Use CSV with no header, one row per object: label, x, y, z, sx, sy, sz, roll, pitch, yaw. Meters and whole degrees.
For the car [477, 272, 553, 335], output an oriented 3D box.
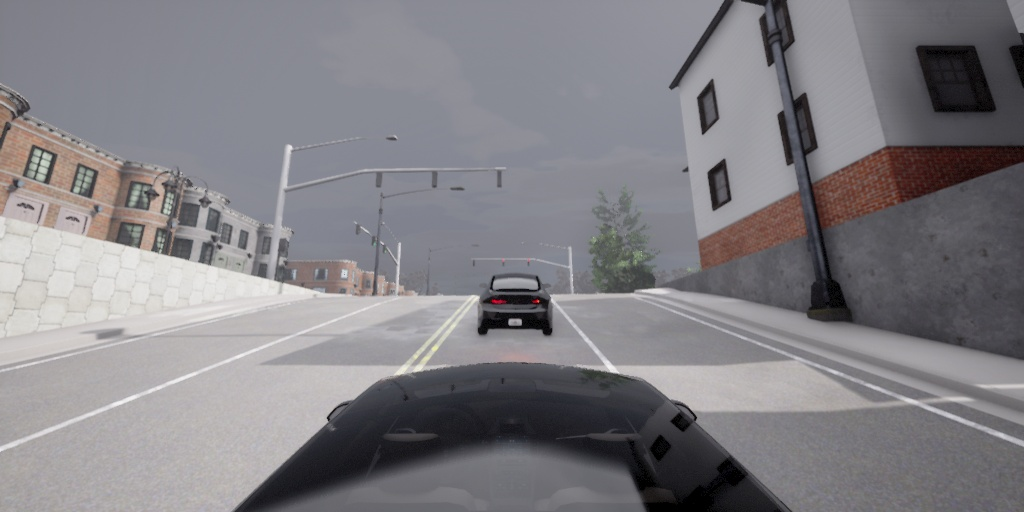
car,0.092,1.206,10.348,1.837,1.490,4.892,0,0,0
